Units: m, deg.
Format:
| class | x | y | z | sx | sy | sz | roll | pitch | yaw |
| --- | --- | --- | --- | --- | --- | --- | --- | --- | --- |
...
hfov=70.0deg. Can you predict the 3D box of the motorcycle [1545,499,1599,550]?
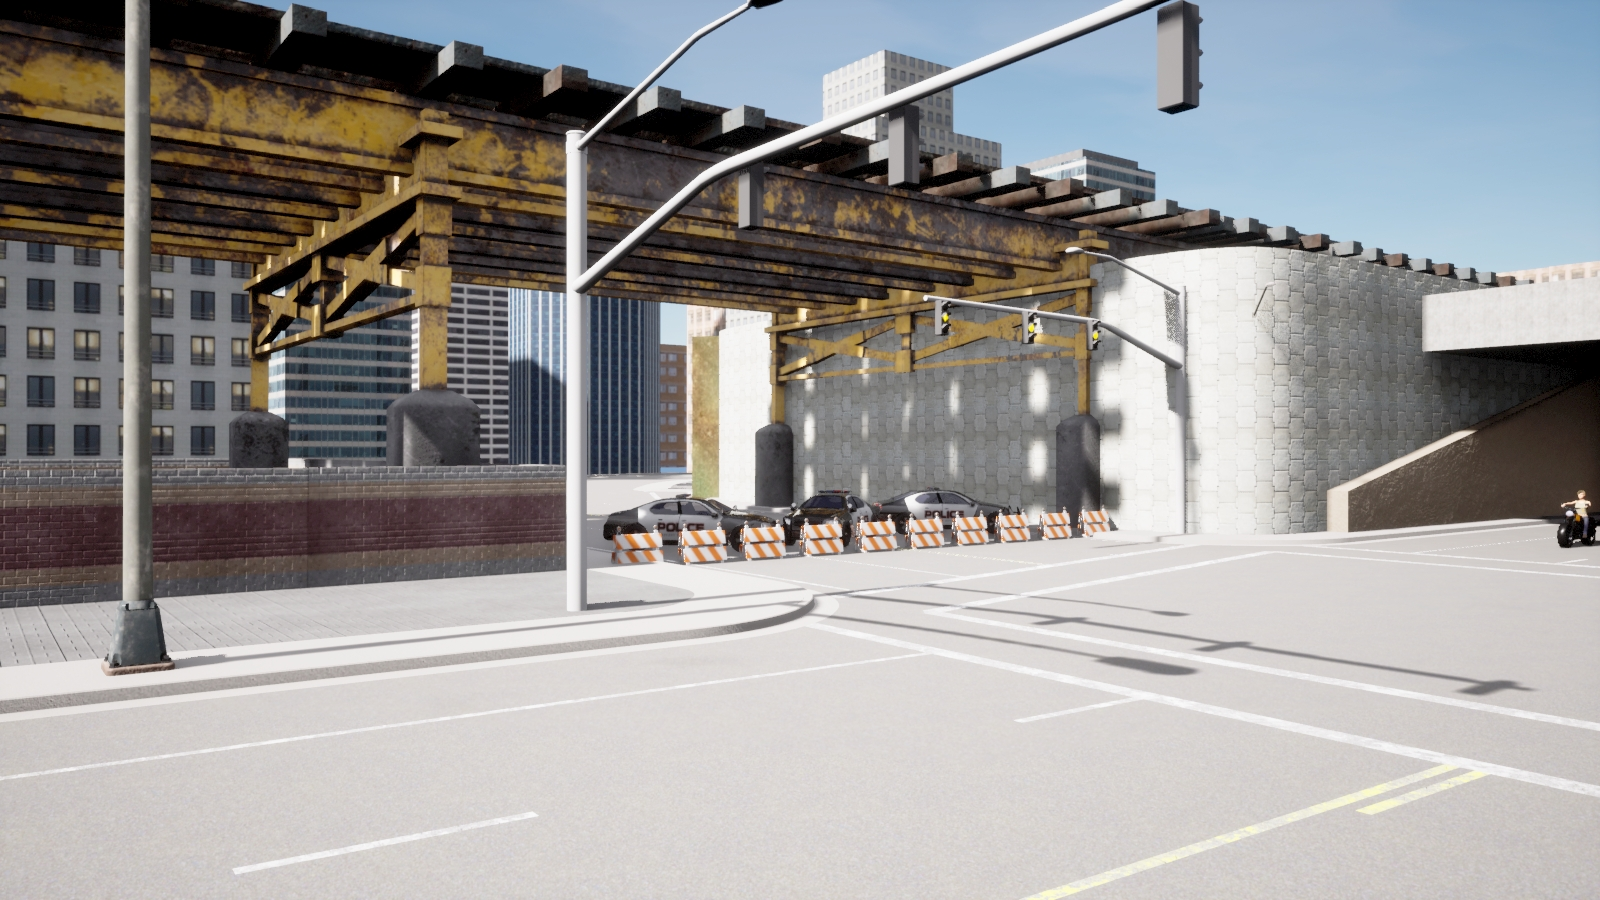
| class | x | y | z | sx | sy | sz | roll | pitch | yaw |
| --- | --- | --- | --- | --- | --- | --- | --- | --- | --- |
| motorcycle | 22.559 | 2.142 | 33.174 | 2.356 | 1.332 | 0.764 | 0 | 0 | -37 |
